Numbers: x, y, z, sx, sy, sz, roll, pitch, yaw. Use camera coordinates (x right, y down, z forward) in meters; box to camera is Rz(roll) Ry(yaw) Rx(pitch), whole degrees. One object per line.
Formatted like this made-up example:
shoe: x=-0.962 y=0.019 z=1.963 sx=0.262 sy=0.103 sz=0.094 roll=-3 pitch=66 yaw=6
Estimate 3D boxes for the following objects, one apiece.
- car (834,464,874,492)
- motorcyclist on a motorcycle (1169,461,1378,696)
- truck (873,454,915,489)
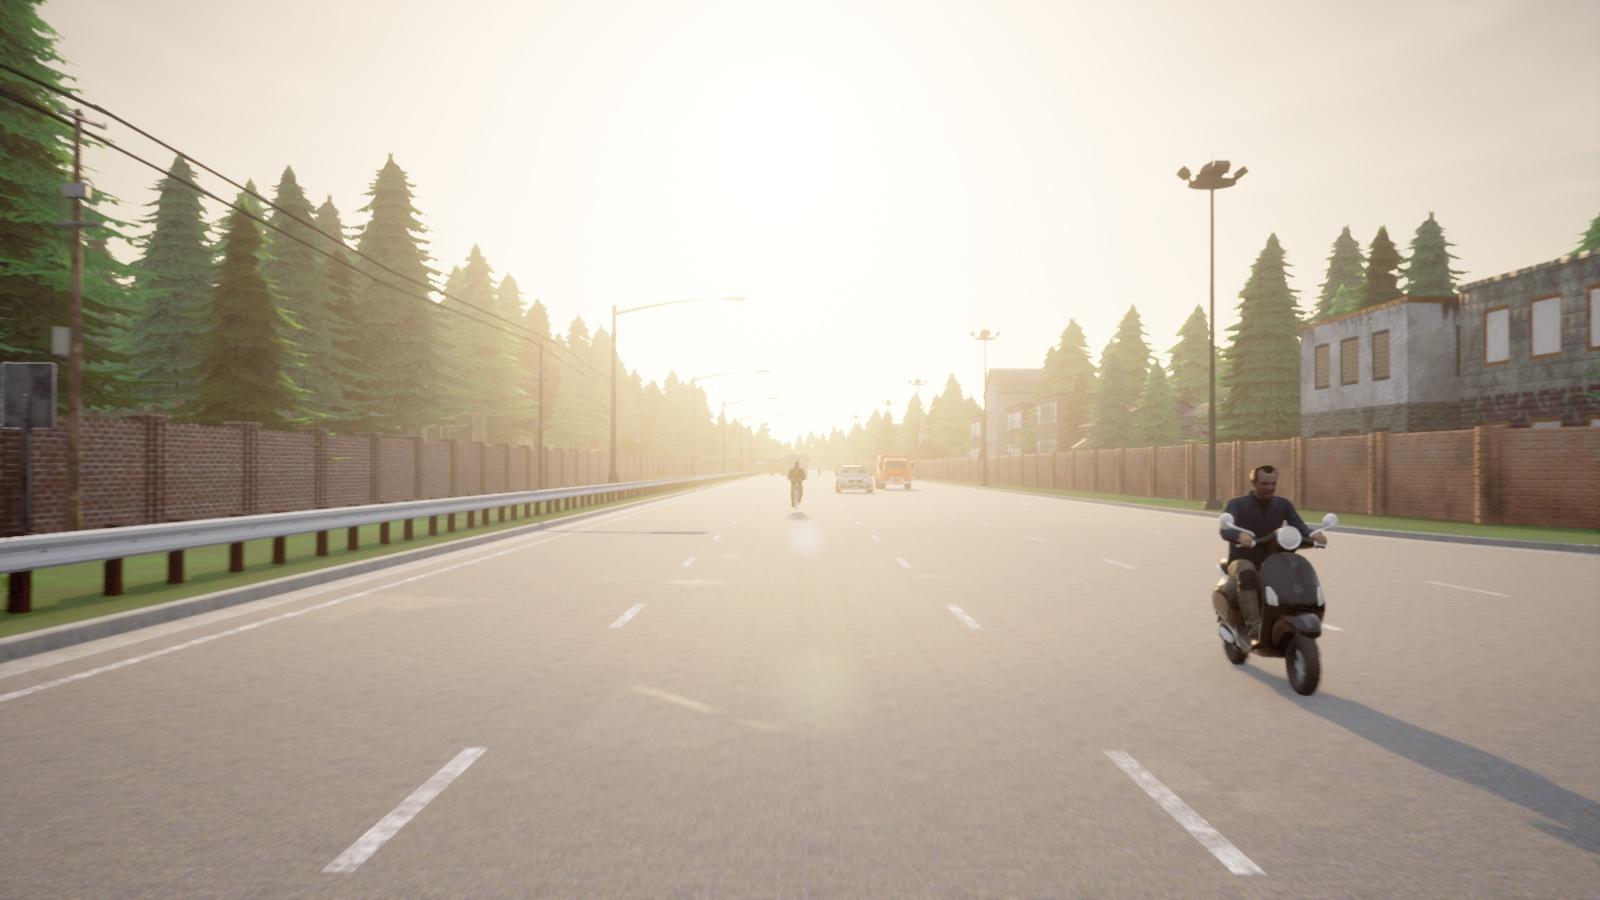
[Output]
car: x=3.317 y=1.686 z=77.331 sx=2.242 sy=1.667 sz=4.611 roll=0 pitch=-1 yaw=0
motorcyclist on a motorcycle: x=3.477 y=0.877 z=9.425 sx=0.866 sy=1.590 sz=1.817 roll=0 pitch=0 yaw=0
truck: x=6.783 y=1.523 z=90.788 sx=2.627 sy=2.467 sz=5.204 roll=0 pitch=-1 yaw=0
